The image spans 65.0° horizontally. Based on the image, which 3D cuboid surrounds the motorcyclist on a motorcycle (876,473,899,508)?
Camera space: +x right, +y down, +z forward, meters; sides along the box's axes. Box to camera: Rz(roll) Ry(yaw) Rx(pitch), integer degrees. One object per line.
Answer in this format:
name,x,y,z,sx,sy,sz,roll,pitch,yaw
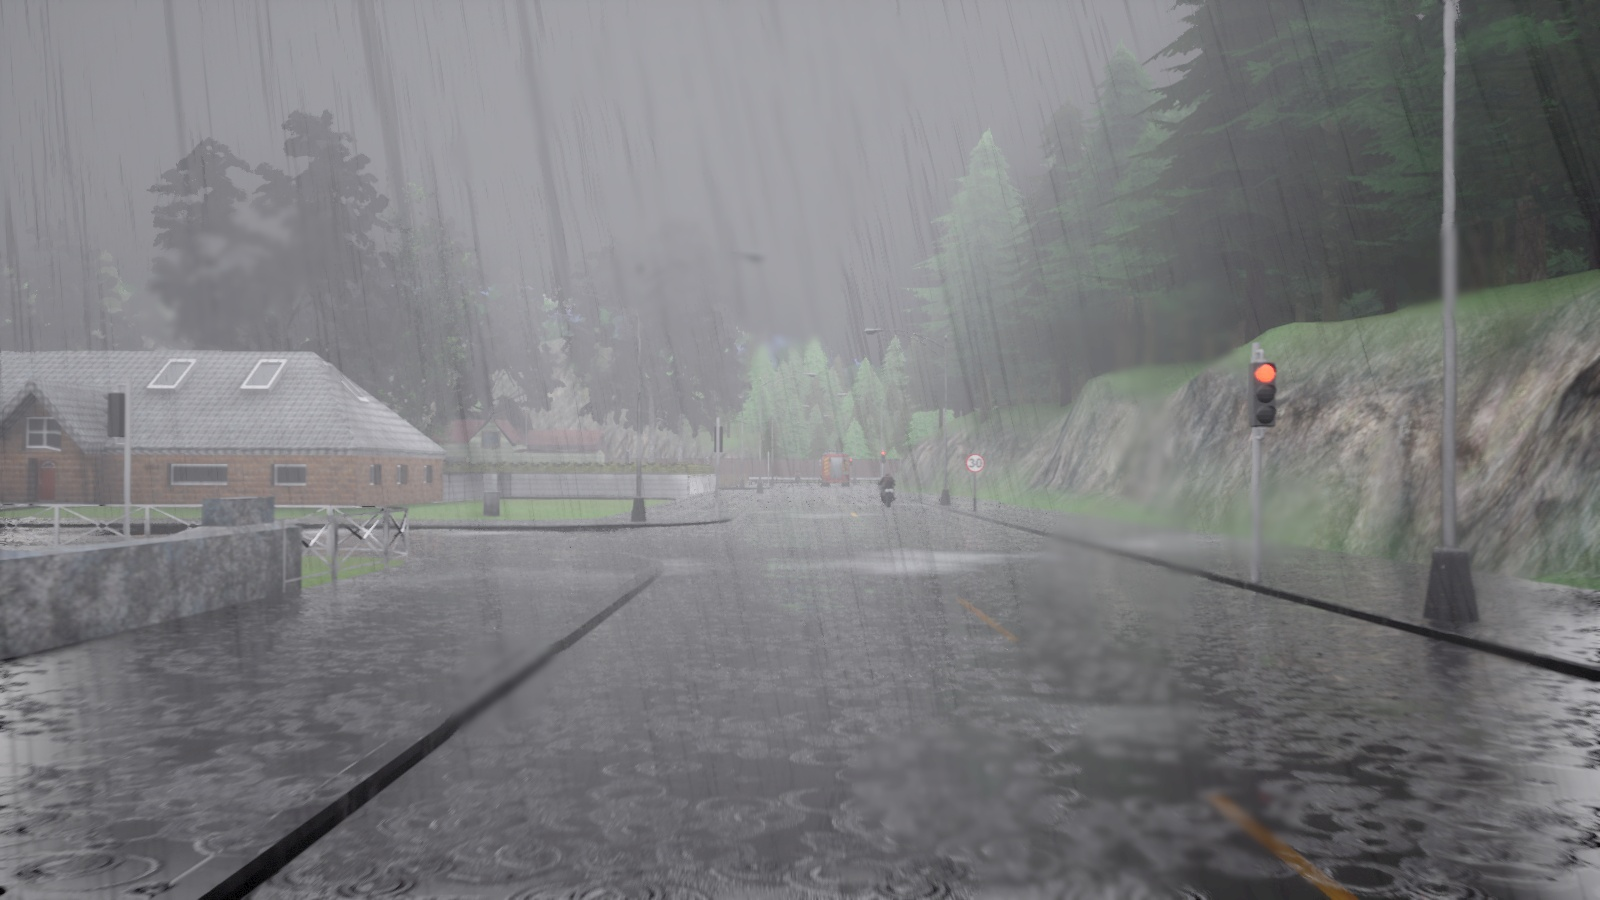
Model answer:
motorcyclist on a motorcycle,3.894,1.770,55.904,0.866,1.530,2.191,0,-1,0
